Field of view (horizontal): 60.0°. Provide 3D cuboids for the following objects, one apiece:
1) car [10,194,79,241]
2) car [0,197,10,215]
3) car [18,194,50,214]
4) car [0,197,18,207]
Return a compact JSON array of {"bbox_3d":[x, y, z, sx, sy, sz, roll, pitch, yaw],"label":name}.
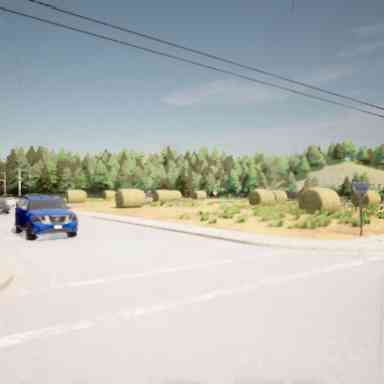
[{"bbox_3d":[-7.667,1.229,17.247,2.150,2.045,5.566,0,0,-36],"label":"car"},{"bbox_3d":[-19.541,1.541,33.431,1.837,1.490,4.892,0,-1,-36],"label":"car"},{"bbox_3d":[-17.647,1.264,37.036,2.150,2.045,5.566,0,0,-36],"label":"car"},{"bbox_3d":[-28.334,1.580,51.540,1.812,1.442,4.674,1,-1,-37],"label":"car"}]
